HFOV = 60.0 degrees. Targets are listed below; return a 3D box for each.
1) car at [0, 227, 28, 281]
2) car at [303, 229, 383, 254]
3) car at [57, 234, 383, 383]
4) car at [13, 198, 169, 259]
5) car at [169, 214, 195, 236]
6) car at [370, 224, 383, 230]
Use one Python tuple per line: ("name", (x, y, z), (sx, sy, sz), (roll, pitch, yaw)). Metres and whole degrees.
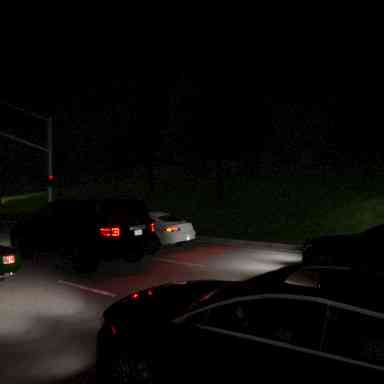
("car", (-6.433, 1.601, 8.532), (4.718, 1.301, 1.895), (0, 0, 36))
("car", (4.704, 1.547, 4.939), (5.357, 1.411, 2.033), (0, 0, 35))
("car", (1.110, 1.492, 3.199), (4.902, 1.511, 2.128), (0, 0, 35))
("car", (-3.668, 1.221, 10.853), (5.566, 2.045, 2.150), (0, 0, 36))
("car", (-2.022, 1.526, 13.983), (4.674, 1.442, 1.812), (0, 0, 36))
("car", (5.328, 1.526, 8.769), (4.674, 1.442, 1.812), (0, 0, 35))
